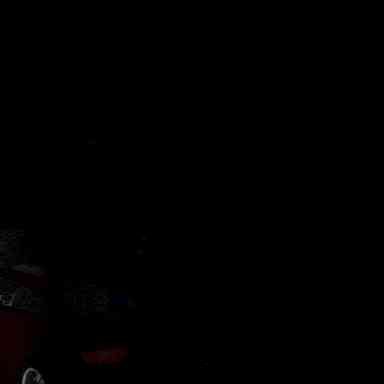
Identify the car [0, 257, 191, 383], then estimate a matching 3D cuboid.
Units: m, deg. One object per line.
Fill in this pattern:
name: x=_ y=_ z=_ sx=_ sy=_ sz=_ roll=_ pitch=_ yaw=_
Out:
car: x=-1.959 y=1.558 z=4.472 sx=4.206 sy=1.307 sz=1.802 roll=0 pitch=0 yaw=35
